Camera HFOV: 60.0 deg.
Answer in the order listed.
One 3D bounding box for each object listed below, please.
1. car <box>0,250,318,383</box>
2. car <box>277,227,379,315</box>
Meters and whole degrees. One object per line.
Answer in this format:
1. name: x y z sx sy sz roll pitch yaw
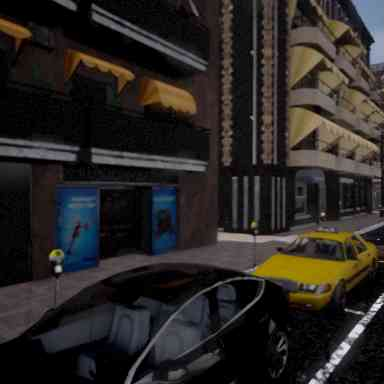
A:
1. car: -0.445 1.561 3.467 1.947 1.339 4.313 0 0 39
2. car: 3.039 1.528 7.696 1.752 1.417 4.829 0 0 39
